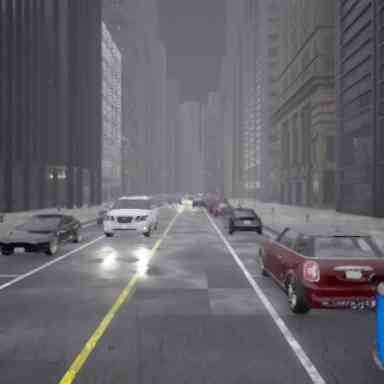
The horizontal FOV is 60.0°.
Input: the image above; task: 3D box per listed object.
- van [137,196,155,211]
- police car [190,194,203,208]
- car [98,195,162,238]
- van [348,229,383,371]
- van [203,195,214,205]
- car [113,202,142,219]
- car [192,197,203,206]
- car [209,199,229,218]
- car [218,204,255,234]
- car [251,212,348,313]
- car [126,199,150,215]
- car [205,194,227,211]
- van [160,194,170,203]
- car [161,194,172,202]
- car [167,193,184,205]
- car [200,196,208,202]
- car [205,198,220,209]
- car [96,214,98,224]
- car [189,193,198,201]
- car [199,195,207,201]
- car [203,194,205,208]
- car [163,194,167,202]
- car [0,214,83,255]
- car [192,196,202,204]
[{"bbox_3d":[-5.699,1.361,41.295,1.690,1.788,3.998,0,0,0],"label":"van"},{"bbox_3d":[0.972,1.451,47.578,1.930,1.638,5.238,0,0,0],"label":"police car"},{"bbox_3d":[-3.072,1.226,17.883,2.150,2.045,5.566,0,0,0],"label":"car"},{"bbox_3d":[2.768,1.342,2.031,1.690,1.788,3.998,0,0,0],"label":"van"},{"bbox_3d":[2.851,1.376,58.122,1.690,1.788,3.998,0,0,0],"label":"van"},{"bbox_3d":[-5.716,1.594,30.076,1.802,1.307,4.206,0,0,0],"label":"car"},{"bbox_3d":[0.987,1.560,57.468,1.812,1.442,4.674,0,0,0],"label":"car"},{"bbox_3d":[2.809,1.594,30.076,1.802,1.307,4.206,0,0,0],"label":"car"},{"bbox_3d":[2.793,1.571,18.858,1.947,1.339,4.313,0,0,0],"label":"car"},{"bbox_3d":[2.776,1.441,7.640,1.967,1.590,4.097,0,0,0],"label":"car"},{"bbox_3d":[-5.708,1.541,35.515,1.752,1.417,4.829,0,0,0],"label":"car"},{"bbox_3d":[2.818,1.331,35.685,2.192,1.841,5.009,0,0,0],"label":"car"},{"bbox_3d":[-5.658,1.386,69.342,1.690,1.788,3.998,0,0,0],"label":"van"},{"bbox_3d":[-5.650,1.365,74.952,2.192,1.841,5.009,0,0,0],"label":"car"},{"bbox_3d":[-2.956,1.255,58.966,2.150,2.045,5.566,0,0,1],"label":"car"},{"bbox_3d":[2.884,1.601,80.558,1.887,1.381,4.507,0,0,0],"label":"car"},{"bbox_3d":[2.834,1.551,47.074,1.752,1.417,4.829,0,0,0],"label":"car"},{"bbox_3d":[-5.724,1.559,24.466,2.008,1.369,4.403,0,0,0],"label":"car"},{"bbox_3d":[0.125,1.450,83.134,2.033,1.411,5.357,0,0,0],"label":"car"},{"bbox_3d":[2.892,1.502,86.167,1.967,1.590,4.097,0,0,0],"label":"car"},{"bbox_3d":[2.826,1.336,41.295,2.192,1.841,5.009,0,0,0],"label":"car"},{"bbox_3d":[-5.683,1.345,52.514,2.192,1.841,5.009,0,0,0],"label":"car"},{"bbox_3d":[-5.741,1.569,13.248,1.947,1.339,4.313,0,0,0],"label":"car"},{"bbox_3d":[0.995,1.566,63.468,1.812,1.442,4.674,0,0,0],"label":"car"}]
